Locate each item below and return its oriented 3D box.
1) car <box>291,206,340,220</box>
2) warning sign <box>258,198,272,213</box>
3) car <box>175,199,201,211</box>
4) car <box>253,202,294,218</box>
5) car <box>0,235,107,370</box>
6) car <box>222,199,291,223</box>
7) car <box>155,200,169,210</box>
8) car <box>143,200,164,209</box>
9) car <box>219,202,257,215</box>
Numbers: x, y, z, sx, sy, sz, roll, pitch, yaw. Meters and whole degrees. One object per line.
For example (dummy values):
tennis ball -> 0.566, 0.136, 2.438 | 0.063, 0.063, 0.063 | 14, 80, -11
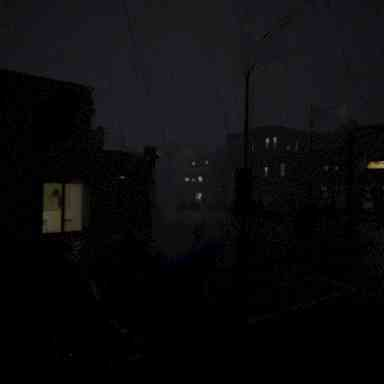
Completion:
car -> 12.058, 1.961, 32.020 | 1.947, 1.339, 4.313 | 1, -1, -35
warning sign -> 8.926, 1.647, 40.737 | 1.300, 1.860, 1.060 | 2, -1, -35
car -> -0.596, 1.923, 50.254 | 2.192, 1.841, 5.009 | 1, -1, -35
car -> 8.895, 1.888, 36.580 | 1.967, 1.590, 4.097 | 1, -1, -35
car -> -3.300, 1.438, 4.190 | 4.097, 1.590, 1.967 | 0, 1, -35
car -> 5.177, 1.534, 27.246 | 2.192, 1.841, 5.009 | 1, -1, -35
car -> -5.495, 2.076, 52.669 | 1.882, 1.535, 5.008 | 1, -2, -34
car -> -6.923, 2.155, 59.368 | 1.967, 1.590, 4.097 | 1, -1, -35
car -> 5.634, 2.029, 41.276 | 1.752, 1.417, 4.829 | 1, -1, -35
